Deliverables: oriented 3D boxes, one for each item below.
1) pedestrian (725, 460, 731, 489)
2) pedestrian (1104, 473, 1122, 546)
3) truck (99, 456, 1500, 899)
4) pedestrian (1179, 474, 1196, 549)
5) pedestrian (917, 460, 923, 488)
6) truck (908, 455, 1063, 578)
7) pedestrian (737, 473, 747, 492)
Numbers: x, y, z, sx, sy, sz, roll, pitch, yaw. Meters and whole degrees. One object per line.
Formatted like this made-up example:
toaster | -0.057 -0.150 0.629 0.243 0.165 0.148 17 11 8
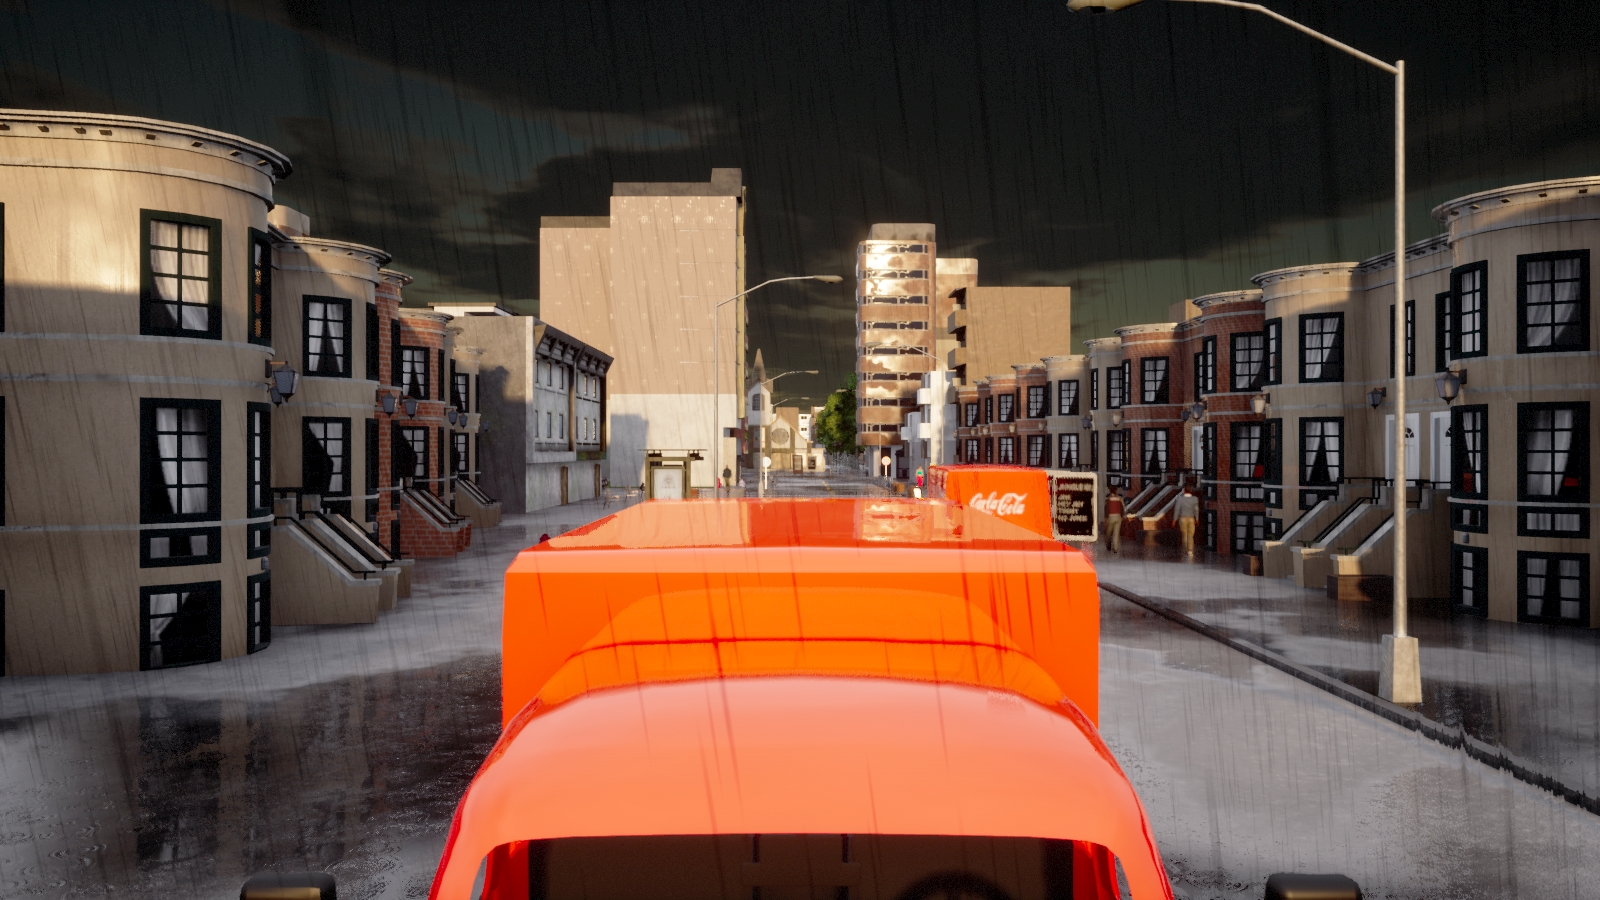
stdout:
pedestrian | -4.554 1.553 72.035 0.375 1.860 0.375 0 0 -3
pedestrian | 8.128 1.536 29.677 0.375 1.860 0.375 0 0 6
truck | -0.001 1.332 4.770 2.627 2.467 5.204 0 1 0
pedestrian | 9.679 1.536 28.549 0.375 1.860 0.375 0 0 15
pedestrian | 7.830 1.553 74.421 0.375 1.860 0.375 0 0 0
truck | 4.002 1.360 25.732 2.627 2.467 5.204 0 0 0
pedestrian | -3.459 1.932 68.323 0.500 1.100 0.500 0 0 8
